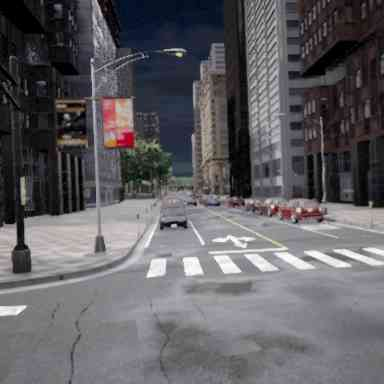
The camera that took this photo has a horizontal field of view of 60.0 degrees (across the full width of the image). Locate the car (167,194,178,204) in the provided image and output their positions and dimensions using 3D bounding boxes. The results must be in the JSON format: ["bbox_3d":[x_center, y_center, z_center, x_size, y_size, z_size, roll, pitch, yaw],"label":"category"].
[{"bbox_3d":[-4.186,1.504,70.960,2.192,1.841,5.009,-3,0,-3],"label":"car"}]

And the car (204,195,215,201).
[{"bbox_3d":[4.000,1.400,76.877,1.887,1.381,4.507,-3,0,-3],"label":"car"}]

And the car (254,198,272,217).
[{"bbox_3d":[6.939,1.199,28.141,1.967,1.590,4.097,-3,0,-3],"label":"car"}]

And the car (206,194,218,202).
[{"bbox_3d":[4.323,1.282,71.462,1.967,1.590,4.097,-3,0,-3],"label":"car"}]

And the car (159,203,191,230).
[{"bbox_3d":[-1.231,1.664,22.214,1.947,1.339,4.313,-3,0,-3],"label":"car"}]

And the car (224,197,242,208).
[{"bbox_3d":[5.962,1.330,44.386,1.887,1.381,4.507,-3,0,-3],"label":"car"}]

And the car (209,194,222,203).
[{"bbox_3d":[4.650,1.270,66.046,1.967,1.590,4.097,-3,0,-3],"label":"car"}]

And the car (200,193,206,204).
[{"bbox_3d":[2.313,1.475,59.086,2.033,1.411,5.357,-2,0,-3],"label":"car"}]

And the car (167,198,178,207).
[{"bbox_3d":[-3.193,1.735,54.711,1.802,1.307,4.206,-3,0,-3],"label":"car"}]

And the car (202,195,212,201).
[{"bbox_3d":[3.675,1.419,82.292,2.008,1.369,4.403,-3,0,-3],"label":"car"}]

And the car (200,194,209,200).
[{"bbox_3d":[3.337,1.408,87.877,1.752,1.417,4.829,-3,0,-3],"label":"car"}]

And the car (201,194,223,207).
[{"bbox_3d":[2.940,1.470,49.223,1.994,1.385,4.181,-2,0,-3],"label":"car"}]

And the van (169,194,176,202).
[{"bbox_3d":[-5.165,1.570,87.208,1.690,1.788,3.998,-3,0,-3],"label":"van"}]

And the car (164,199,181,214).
[{"bbox_3d":[-2.204,1.648,38.293,1.752,1.417,4.829,-3,0,-3],"label":"car"}]

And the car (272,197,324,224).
[{"bbox_3d":[7.266,1.191,22.726,1.967,1.590,4.097,-3,0,-3],"label":"car"}]

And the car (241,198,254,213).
[{"bbox_3d":[6.618,1.350,33.556,1.802,1.307,4.206,-3,0,-3],"label":"car"}]

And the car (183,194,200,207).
[{"bbox_3d":[-0.306,1.514,52.679,1.882,1.535,5.008,-2,0,-3],"label":"car"}]

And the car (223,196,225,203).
[{"bbox_3d":[5.298,1.332,55.386,1.752,1.417,4.829,-3,0,-3],"label":"car"}]

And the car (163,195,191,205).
[{"bbox_3d":[-1.569,1.421,27.630,2.192,1.841,5.009,-3,0,-3],"label":"car"}]

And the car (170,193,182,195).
[{"bbox_3d":[-3.532,1.480,60.127,2.192,1.841,5.009,-3,0,-3],"label":"car"}]

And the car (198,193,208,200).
[{"bbox_3d":[3.011,1.210,93.122,2.192,1.841,5.009,-3,0,-3],"label":"car"}]
